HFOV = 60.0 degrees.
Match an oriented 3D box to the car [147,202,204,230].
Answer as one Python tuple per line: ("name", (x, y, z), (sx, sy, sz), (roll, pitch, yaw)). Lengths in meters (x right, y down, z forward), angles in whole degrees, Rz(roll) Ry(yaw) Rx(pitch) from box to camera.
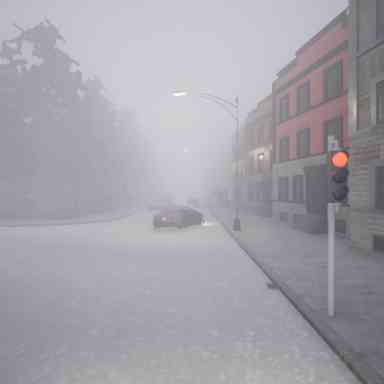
("car", (-0.797, 1.564, 21.376), (1.994, 1.385, 4.181), (0, 0, 26))

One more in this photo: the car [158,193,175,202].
("car", (-4.087, 1.221, 49.517), (2.150, 2.045, 5.566), (0, 0, 0))

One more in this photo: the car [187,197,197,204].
("car", (0.013, 1.772, 72.994), (1.994, 1.385, 4.181), (0, 0, 0))

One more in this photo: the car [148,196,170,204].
("car", (-4.094, 1.547, 39.329), (2.033, 1.411, 5.357), (0, 0, 0))

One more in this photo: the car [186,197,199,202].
("car", (0.109, 1.505, 49.719), (1.837, 1.490, 4.892), (0, 0, 0))
